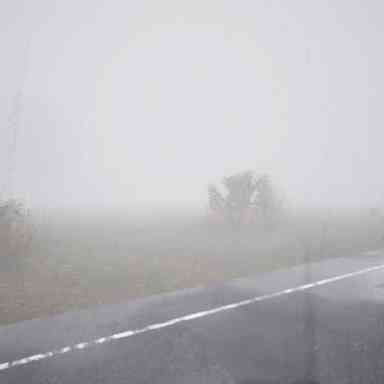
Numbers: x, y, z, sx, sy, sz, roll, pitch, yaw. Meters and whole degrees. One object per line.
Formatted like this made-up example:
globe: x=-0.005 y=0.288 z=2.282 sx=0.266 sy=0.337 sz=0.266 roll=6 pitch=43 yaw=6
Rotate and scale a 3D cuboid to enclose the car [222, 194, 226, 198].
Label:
car: x=6.599 y=1.145 z=74.333 sx=2.097 sy=1.767 sz=4.553 roll=0 pitch=0 yaw=-36
